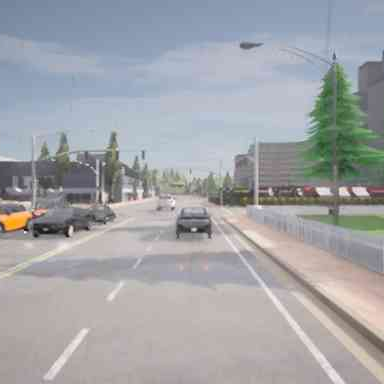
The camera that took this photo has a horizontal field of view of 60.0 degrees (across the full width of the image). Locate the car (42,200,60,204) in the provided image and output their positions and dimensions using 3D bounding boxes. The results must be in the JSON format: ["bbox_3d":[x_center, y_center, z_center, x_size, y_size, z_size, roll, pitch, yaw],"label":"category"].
[{"bbox_3d":[-10.506,1.514,24.948,2.097,1.767,4.553,0,0,0],"label":"car"}]

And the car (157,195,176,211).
[{"bbox_3d":[-3.414,1.414,44.848,2.150,2.045,5.566,0,-1,0],"label":"car"}]

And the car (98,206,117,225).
[{"bbox_3d":[-7.006,1.711,24.918,1.994,1.385,4.181,0,0,0],"label":"car"}]

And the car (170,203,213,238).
[{"bbox_3d":[0.096,1.571,18.076,2.128,1.511,4.902,0,0,0],"label":"car"}]

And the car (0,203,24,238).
[{"bbox_3d":[-10.576,1.431,17.997,2.097,1.767,4.553,0,0,0],"label":"car"}]

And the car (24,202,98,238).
[{"bbox_3d":[-7.074,1.559,18.597,1.882,1.535,5.008,0,0,0],"label":"car"}]
